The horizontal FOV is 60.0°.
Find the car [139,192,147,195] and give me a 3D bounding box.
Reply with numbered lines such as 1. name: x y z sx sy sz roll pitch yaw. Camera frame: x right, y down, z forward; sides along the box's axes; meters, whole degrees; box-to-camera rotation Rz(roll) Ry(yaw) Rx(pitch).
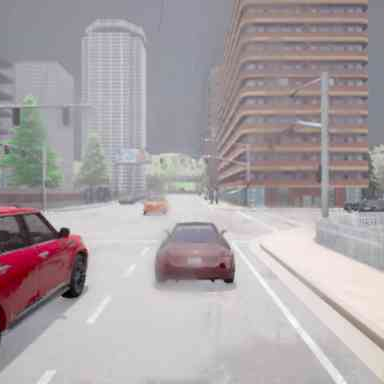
1. car: -10.497 1.018 69.408 2.150 2.045 5.566 0 0 0

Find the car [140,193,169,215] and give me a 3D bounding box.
1. car: -3.406 1.231 32.362 2.097 1.767 4.553 0 0 0

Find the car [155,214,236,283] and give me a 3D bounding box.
1. car: 0.093 1.535 9.561 1.994 1.385 4.181 0 0 1

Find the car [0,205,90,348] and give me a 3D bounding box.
1. car: -3.431 1.205 5.284 2.150 2.045 5.566 0 0 0

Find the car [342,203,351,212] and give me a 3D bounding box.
1. car: 18.230 1.440 35.074 4.718 1.301 1.895 0 0 -23

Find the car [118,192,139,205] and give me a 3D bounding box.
1. car: -10.559 1.190 54.254 2.097 1.767 4.553 0 0 0

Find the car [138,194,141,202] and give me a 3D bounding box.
1. car: -7.060 1.440 53.751 1.895 1.301 4.718 0 0 0

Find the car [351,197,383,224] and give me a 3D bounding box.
1. car: 13.851 1.228 22.918 4.553 1.767 2.097 0 0 -14
